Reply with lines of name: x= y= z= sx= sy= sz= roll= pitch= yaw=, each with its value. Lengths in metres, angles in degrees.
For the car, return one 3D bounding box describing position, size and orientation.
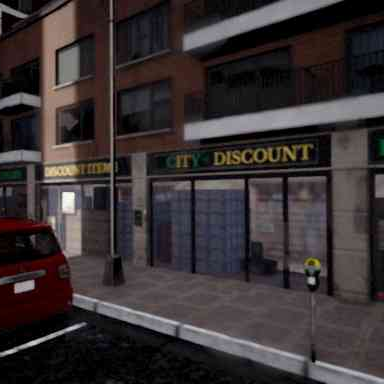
car: x=-4.194 y=1.378 z=5.866 sx=5.009 sy=1.841 sz=2.192 roll=-1 pitch=0 yaw=36
